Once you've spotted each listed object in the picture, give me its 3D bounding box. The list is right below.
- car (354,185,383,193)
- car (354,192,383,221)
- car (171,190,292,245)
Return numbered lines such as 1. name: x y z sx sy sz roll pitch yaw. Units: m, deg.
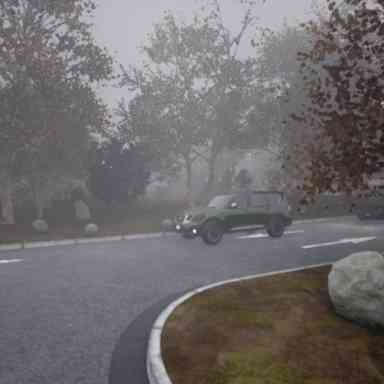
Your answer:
1. car: 22.703 -0.192 42.507 1.882 1.535 5.008 0 3 -26
2. car: 12.146 0.934 20.103 5.008 1.535 1.882 -2 1 -29
3. car: 1.841 0.984 14.549 5.566 2.045 2.150 -1 0 -29
